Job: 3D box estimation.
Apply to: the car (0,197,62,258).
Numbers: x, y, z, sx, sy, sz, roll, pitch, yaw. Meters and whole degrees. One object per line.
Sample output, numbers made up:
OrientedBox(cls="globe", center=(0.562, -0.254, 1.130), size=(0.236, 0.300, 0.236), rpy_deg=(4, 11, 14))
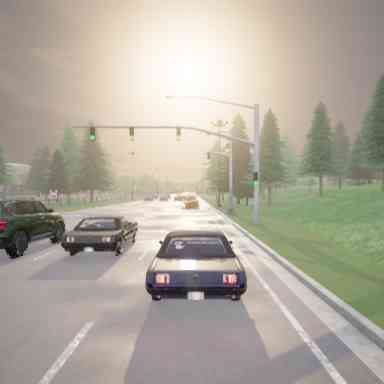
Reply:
OrientedBox(cls="car", center=(-6.878, 1.216, 12.860), size=(2.150, 2.045, 5.566), rpy_deg=(0, 0, 0))

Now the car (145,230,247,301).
OrientedBox(cls="car", center=(0.095, 1.597, 8.256), size=(1.895, 1.301, 4.718), rpy_deg=(0, 0, 0))

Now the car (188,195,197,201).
OrientedBox(cls="car", center=(0.156, 1.508, 80.961), size=(1.994, 1.385, 4.181), rpy_deg=(0, 0, 0))

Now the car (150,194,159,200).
OrientedBox(cls="car", center=(-10.324, 1.291, 90.984), size=(1.837, 1.490, 4.892), rpy_deg=(0, 0, 0))

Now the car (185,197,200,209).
OrientedBox(cls="car", center=(0.093, 1.569, 49.921), size=(2.033, 1.411, 5.357), rpy_deg=(0, 2, 0))

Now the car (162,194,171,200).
OrientedBox(cls="car", center=(-6.824, 1.331, 90.977), size=(2.033, 1.411, 5.357), rpy_deg=(0, 0, 0))

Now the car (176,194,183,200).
OrientedBox(cls="car", center=(-3.324, 1.316, 90.971), size=(1.812, 1.442, 4.674), rpy_deg=(0, 0, 0))

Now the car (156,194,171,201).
OrientedBox(cls="car", center=(-6.844, 1.495, 80.557), size=(2.033, 1.411, 5.357), rpy_deg=(0, 0, 0))

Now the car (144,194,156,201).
OrientedBox(cls="car", center=(-10.344, 1.495, 80.564), size=(2.033, 1.411, 5.357), rpy_deg=(0, 0, 0))

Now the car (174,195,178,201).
OrientedBox(cls="car", center=(-3.343, 1.508, 80.967), size=(1.994, 1.385, 4.181), rpy_deg=(0, 0, 0))

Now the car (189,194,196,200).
OrientedBox(cls="car", center=(0.176, 1.331, 90.964), size=(2.033, 1.411, 5.357), rpy_deg=(0, 0, 0))

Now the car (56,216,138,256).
OrientedBox(cls="car", center=(-3.375, 1.595, 13.152), size=(1.895, 1.301, 4.718), rpy_deg=(0, 0, 0))

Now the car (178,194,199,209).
OrientedBox(cls="car", center=(-0.325, 1.037, 46.537), size=(1.882, 1.535, 5.008), rpy_deg=(-11, 16, -6))
